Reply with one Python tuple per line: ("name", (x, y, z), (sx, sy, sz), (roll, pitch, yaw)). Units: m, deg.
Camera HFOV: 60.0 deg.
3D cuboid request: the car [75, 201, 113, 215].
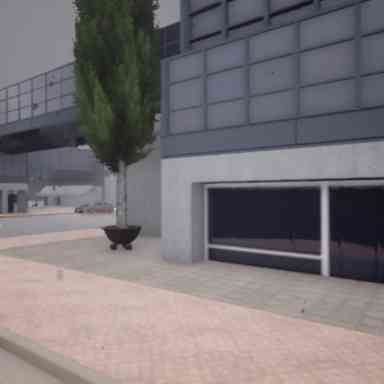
("car", (-10.668, 1.728, 36.400), (1.994, 1.385, 4.181), (0, 0, 36))
